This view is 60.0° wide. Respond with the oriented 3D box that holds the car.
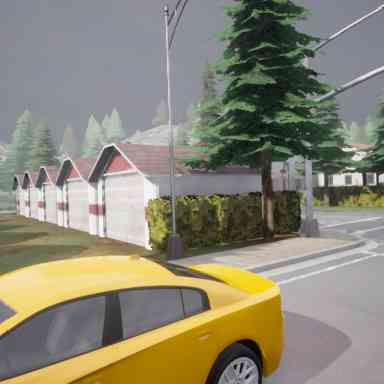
[{"bbox_3d":[-1.277,1.452,3.078,5.008,1.535,1.882,-2,1,-35],"label":"car"}]
